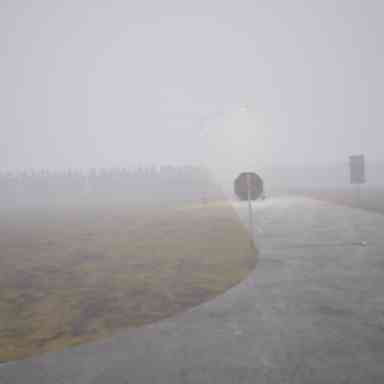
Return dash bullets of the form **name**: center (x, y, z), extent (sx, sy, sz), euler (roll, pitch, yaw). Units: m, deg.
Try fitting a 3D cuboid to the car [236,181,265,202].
- **car**: center (5.037, -0.318, 29.384), extent (2.150, 2.045, 5.566), euler (-3, 3, 4)
